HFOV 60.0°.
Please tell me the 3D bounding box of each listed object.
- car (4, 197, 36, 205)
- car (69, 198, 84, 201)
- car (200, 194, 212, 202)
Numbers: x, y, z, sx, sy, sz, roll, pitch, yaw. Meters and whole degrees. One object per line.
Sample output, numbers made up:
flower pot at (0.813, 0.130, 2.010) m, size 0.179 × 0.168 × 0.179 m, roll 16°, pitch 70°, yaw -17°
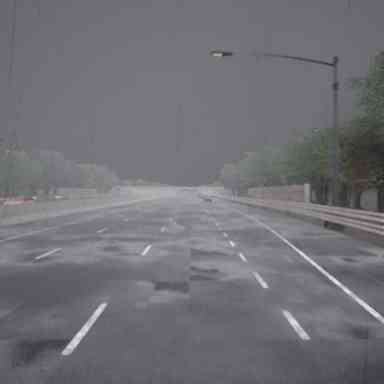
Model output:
car at (-21.080, 1.368, 40.840) m, size 2.097 × 1.767 × 4.553 m, roll 0°, pitch 0°, yaw 0°
car at (-17.521, 1.569, 50.337) m, size 2.033 × 1.411 × 5.357 m, roll 0°, pitch 0°, yaw 0°
car at (3.490, 1.598, 76.415) m, size 1.895 × 1.301 × 4.718 m, roll 0°, pitch 0°, yaw 0°
